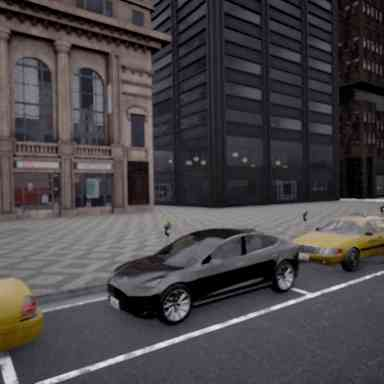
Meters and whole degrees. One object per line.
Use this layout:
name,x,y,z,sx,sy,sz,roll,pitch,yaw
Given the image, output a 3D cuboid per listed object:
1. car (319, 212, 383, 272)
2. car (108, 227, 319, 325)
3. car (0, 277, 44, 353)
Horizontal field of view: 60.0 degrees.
car,4.905,1.334,10.126,4.829,1.417,1.752,-1,1,-35
car,0.446,1.480,6.960,4.313,1.339,1.947,-1,1,-35
car,-4.291,1.552,3.595,4.829,1.417,1.752,-1,1,-35
